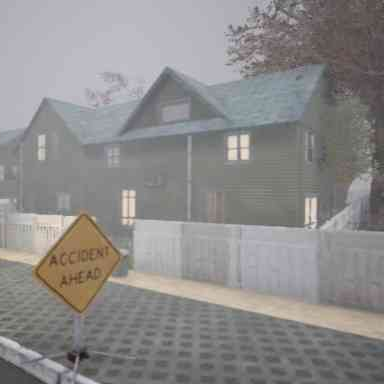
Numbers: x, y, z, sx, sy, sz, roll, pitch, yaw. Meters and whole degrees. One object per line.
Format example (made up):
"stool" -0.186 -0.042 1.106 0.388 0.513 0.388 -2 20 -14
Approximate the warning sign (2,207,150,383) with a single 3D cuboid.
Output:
"warning sign" -1.368 1.149 4.067 1.060 1.860 1.300 1 -1 35
